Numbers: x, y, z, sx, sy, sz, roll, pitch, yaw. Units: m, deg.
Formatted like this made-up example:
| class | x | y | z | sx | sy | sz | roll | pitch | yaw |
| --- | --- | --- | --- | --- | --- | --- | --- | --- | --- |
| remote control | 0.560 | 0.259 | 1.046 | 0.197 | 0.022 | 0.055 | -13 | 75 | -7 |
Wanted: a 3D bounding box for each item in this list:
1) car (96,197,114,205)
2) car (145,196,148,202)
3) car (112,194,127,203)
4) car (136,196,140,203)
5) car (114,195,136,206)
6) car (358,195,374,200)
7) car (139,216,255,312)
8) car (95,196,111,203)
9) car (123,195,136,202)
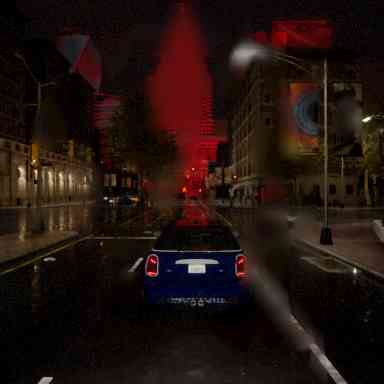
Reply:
| class | x | y | z | sx | sy | sz | roll | pitch | yaw |
| --- | --- | --- | --- | --- | --- | --- | --- | --- | --- |
| car | -14.881 | 1.547 | 57.899 | 2.033 | 1.411 | 5.357 | 0 | 0 | 0 |
| car | -11.243 | 1.551 | 75.746 | 1.994 | 1.385 | 4.181 | 0 | 0 | 0 |
| car | -14.770 | 1.351 | 68.009 | 2.097 | 1.767 | 4.553 | 0 | 0 | 0 |
| car | -11.306 | 1.477 | 65.873 | 1.882 | 1.535 | 5.008 | 0 | 0 | 1 |
| car | -11.391 | 1.525 | 56.725 | 1.812 | 1.442 | 4.674 | 0 | 0 | 0 |
| car | 34.678 | 1.480 | 68.615 | 2.231 | 1.521 | 4.892 | 0 | 0 | 0 |
| car | 0.100 | 1.352 | 7.891 | 2.097 | 1.767 | 4.553 | 0 | 0 | 0 |
| car | -18.021 | 1.594 | 67.401 | 1.895 | 1.301 | 4.718 | 0 | 0 | 0 |
| car | -14.734 | 1.524 | 78.410 | 2.128 | 1.511 | 4.902 | 0 | 0 | 0 |
